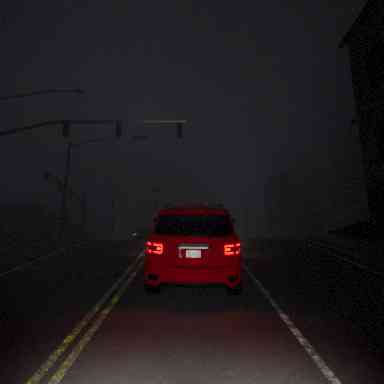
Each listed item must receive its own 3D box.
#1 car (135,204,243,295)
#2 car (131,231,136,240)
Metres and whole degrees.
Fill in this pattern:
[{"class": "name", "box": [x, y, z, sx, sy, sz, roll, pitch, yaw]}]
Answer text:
[{"class": "car", "box": [0.056, 1.346, 9.224, 2.150, 2.045, 5.566, 1, -1, 1]}, {"class": "car", "box": [-3.690, 3.710, 27.782, 2.097, 1.767, 4.553, 0, -14, 0]}]
